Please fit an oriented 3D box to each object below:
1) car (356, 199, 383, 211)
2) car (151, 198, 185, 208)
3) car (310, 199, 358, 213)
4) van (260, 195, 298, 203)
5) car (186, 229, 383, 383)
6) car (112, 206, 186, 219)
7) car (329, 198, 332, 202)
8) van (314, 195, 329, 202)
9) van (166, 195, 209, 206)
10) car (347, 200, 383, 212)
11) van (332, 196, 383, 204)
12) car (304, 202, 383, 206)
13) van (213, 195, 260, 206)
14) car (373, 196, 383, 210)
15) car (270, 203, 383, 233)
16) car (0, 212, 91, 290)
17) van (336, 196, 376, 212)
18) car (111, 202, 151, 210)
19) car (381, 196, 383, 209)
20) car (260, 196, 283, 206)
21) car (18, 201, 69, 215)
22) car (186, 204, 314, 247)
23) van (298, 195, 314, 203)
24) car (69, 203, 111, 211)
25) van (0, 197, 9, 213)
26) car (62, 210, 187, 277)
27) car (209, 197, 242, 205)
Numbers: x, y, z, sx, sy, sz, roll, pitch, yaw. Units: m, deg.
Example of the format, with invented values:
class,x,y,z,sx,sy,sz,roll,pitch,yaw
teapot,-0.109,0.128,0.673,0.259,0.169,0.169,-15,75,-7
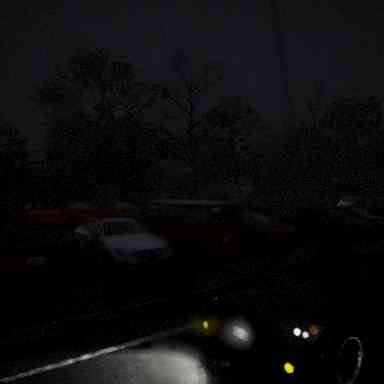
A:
class,x,y,z,sx,sy,sz,roll,pitch,yaw
car,26.247,1.878,47.048,2.097,1.535,5.008,1,-1,-35
car,-3.048,1.489,26.143,2.231,1.521,4.892,0,0,-36
car,17.228,1.695,40.612,2.097,1.535,5.008,1,-1,-35
van,8.169,1.284,34.012,1.878,1.987,4.442,1,0,-36
car,2.219,1.561,5.271,4.181,1.385,1.994,0,0,-36
car,-1.400,1.607,16.713,4.718,1.301,1.895,0,0,-36
car,14.889,1.396,38.915,2.435,2.045,5.566,1,-1,-36
van,12.549,1.375,37.424,1.878,1.987,4.442,1,-1,-36
van,-0.865,1.264,27.853,1.878,1.987,4.442,0,0,-36
car,23.885,1.870,45.373,2.002,1.452,4.674,1,-1,-36
van,11.246,1.266,20.139,1.878,1.987,4.442,0,0,-36
car,8.916,1.531,18.623,2.002,1.452,4.674,0,0,-36
van,3.780,1.266,30.880,1.878,1.987,4.442,0,0,-35
car,30.773,1.718,50.250,2.435,2.045,5.566,1,-1,-36
car,6.674,1.519,16.983,2.163,1.488,4.792,0,0,-36
car,-4.658,1.513,8.970,2.163,1.488,4.792,0,0,-35
van,21.568,1.558,43.859,1.878,1.987,4.442,1,-1,-35
car,-5.304,1.487,24.535,2.097,1.535,5.008,0,0,-36
car,33.028,1.764,51.859,2.435,2.045,5.566,1,-1,-36
car,5.964,1.493,32.588,2.097,1.535,5.008,0,0,-35
car,-9.799,1.359,21.295,2.185,1.767,4.553,0,0,-35
car,2.135,1.487,13.788,2.097,1.535,5.008,0,0,-36
van,10.396,1.332,35.887,1.878,1.987,4.442,1,-1,-35
car,-7.661,1.486,22.853,2.097,1.535,5.008,0,0,-36
van,-12.140,1.258,19.807,1.878,1.987,4.442,0,0,-36
car,-2.383,1.525,10.560,2.002,1.452,4.674,0,0,-36
car,1.566,1.488,29.217,1.946,1.575,5.366,0,0,-36
